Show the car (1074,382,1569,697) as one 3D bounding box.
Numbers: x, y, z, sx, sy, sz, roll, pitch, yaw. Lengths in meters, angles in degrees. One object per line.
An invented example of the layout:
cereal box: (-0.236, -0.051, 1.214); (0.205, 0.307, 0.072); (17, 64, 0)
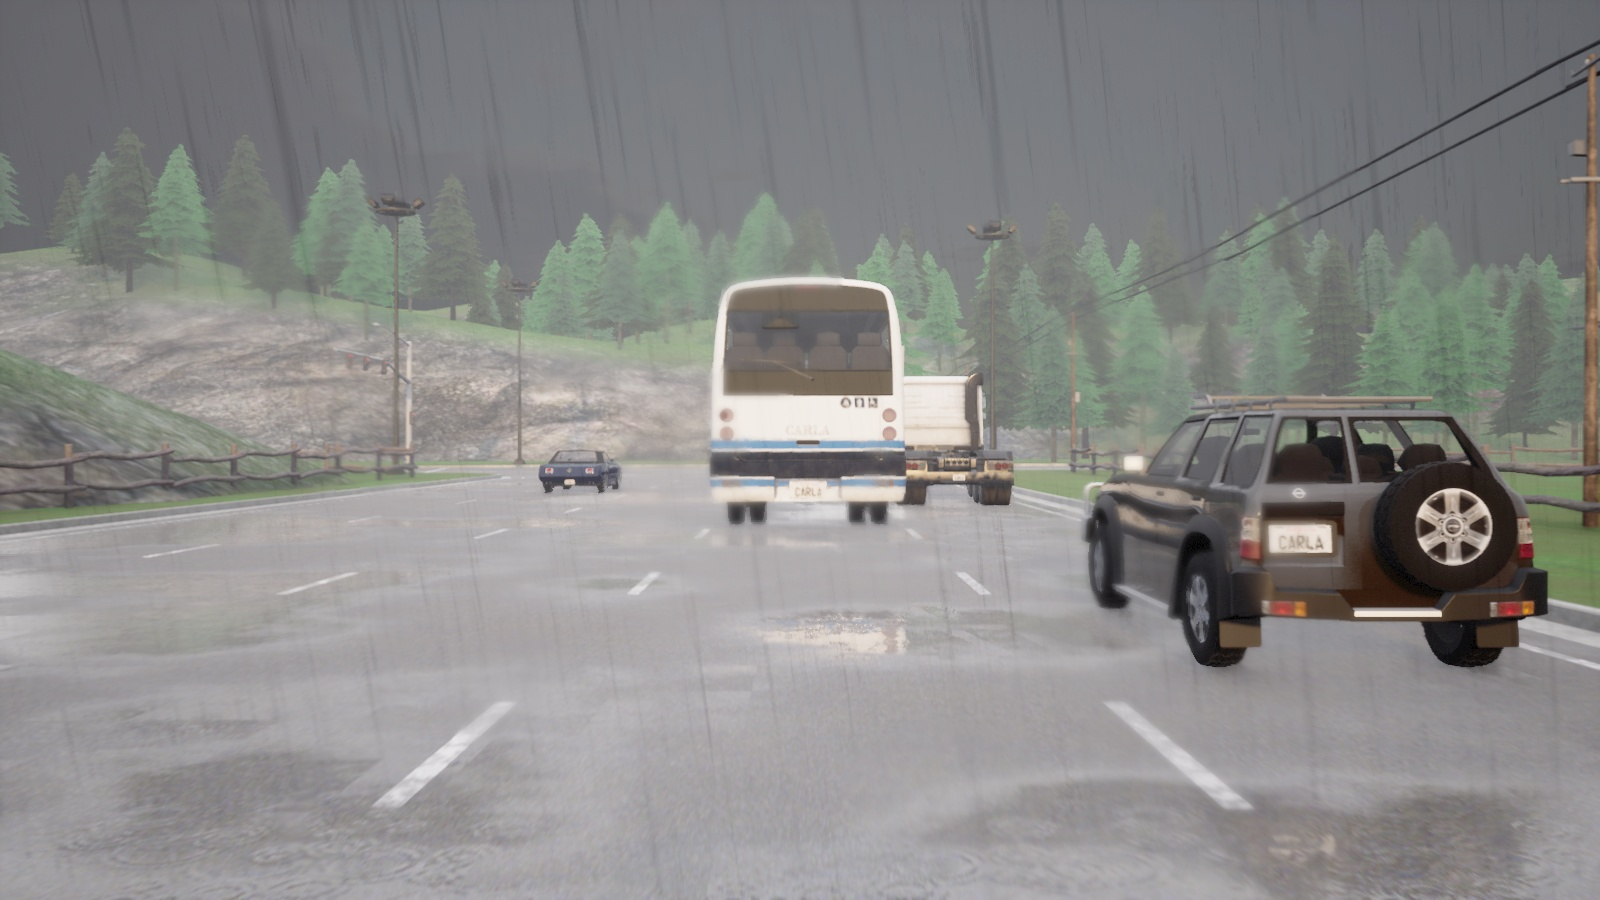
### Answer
car: (3.571, 0.517, 9.698); (1.932, 1.855, 4.605); (0, 0, 0)

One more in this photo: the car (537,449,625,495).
car: (-6.762, 0.644, 39.222); (1.895, 1.301, 4.718); (0, 0, 0)

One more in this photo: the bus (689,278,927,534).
bus: (0.164, -0.761, 26.006); (3.944, 4.253, 10.273); (0, 0, 0)

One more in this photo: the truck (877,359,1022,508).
truck: (3.704, -0.399, 33.041); (2.891, 3.462, 7.936); (0, 0, 0)
